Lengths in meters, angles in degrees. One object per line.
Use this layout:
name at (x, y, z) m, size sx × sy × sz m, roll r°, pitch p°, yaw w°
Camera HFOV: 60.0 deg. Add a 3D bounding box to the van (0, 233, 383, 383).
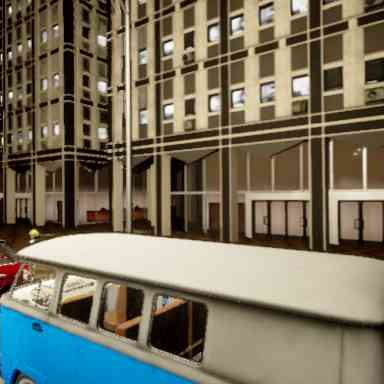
van at (-0.165, 1.357, 2.994) m, size 3.998 × 1.788 × 1.690 m, roll -1°, pitch -1°, yaw 35°
